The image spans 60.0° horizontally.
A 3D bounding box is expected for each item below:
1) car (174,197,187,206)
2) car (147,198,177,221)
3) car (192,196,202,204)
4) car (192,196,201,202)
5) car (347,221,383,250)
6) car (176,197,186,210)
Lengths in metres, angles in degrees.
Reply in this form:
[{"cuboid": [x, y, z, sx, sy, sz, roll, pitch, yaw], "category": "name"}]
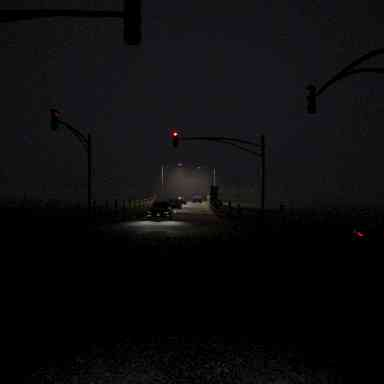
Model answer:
[{"cuboid": [-2.008, 1.578, 57.891, 1.994, 1.385, 4.181, 0, 0, 2], "category": "car"}, {"cuboid": [-2.522, 1.509, 27.491, 1.837, 1.490, 4.892, 0, 0, 1], "category": "car"}, {"cuboid": [1.030, 1.495, 65.895, 1.882, 1.535, 5.008, 0, 0, 1], "category": "car"}, {"cuboid": [1.092, 1.617, 75.929, 1.895, 1.301, 4.718, 0, 0, 1], "category": "car"}, {"cuboid": [9.140, 1.739, 13.110, 5.357, 1.411, 2.033, 1, 0, 15], "category": "car"}, {"cuboid": [-2.278, 1.557, 43.056, 2.033, 1.411, 5.357, 0, 0, 1], "category": "car"}]
